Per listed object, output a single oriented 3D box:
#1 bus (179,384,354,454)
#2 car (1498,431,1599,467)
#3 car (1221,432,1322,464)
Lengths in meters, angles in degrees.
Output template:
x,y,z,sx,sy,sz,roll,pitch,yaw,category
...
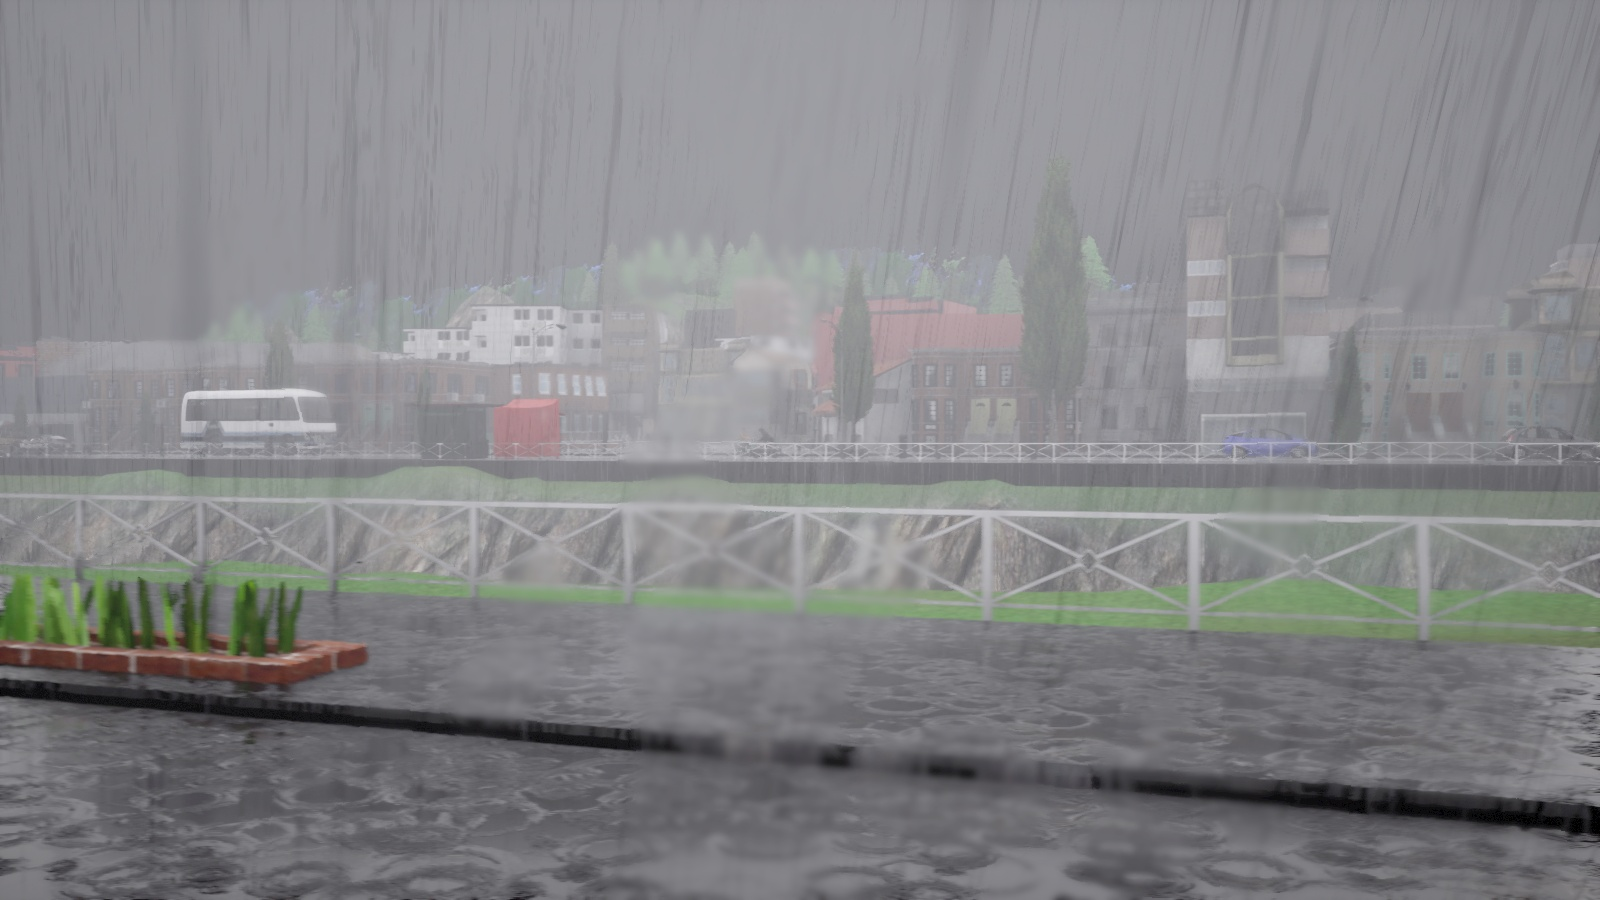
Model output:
x,y,z,sx,sy,sz,roll,pitch,yaw,category
-34.075,-1.964,80.258,10.273,4.253,3.944,1,1,19,bus
34.285,-0.064,57.300,3.988,1.617,1.851,1,1,19,car
22.869,-0.120,61.138,4.514,1.525,2.007,1,1,19,car
